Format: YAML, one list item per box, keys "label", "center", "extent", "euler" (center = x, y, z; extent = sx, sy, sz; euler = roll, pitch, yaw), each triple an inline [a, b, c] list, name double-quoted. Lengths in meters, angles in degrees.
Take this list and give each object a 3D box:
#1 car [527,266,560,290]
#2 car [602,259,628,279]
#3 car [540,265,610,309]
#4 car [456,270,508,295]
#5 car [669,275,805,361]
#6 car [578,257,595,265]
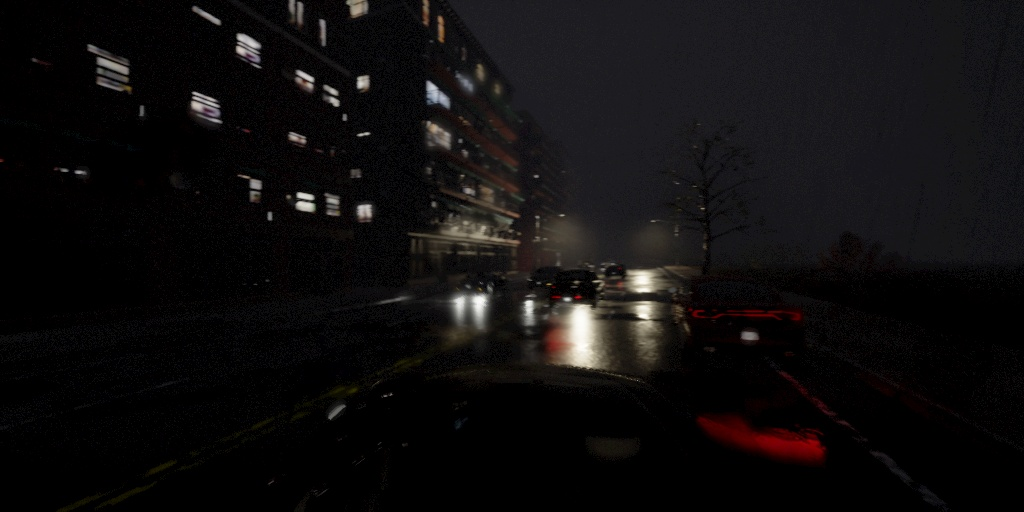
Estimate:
- label: "car"
  center: [2.476, 1.428, 24.202]
  extent: [1.837, 1.490, 4.892]
  euler: [-2, -1, 20]
- label: "car"
  center: [9.975, 1.345, 34.472]
  extent: [2.128, 1.511, 4.902]
  euler: [-2, 0, 20]
- label: "car"
  center: [2.880, 1.329, 15.389]
  extent: [1.837, 1.490, 4.892]
  euler: [-2, 0, 20]
- label: "car"
  center: [-1.761, 1.564, 22.119]
  extent: [1.994, 1.385, 4.181]
  euler: [-2, -1, 20]
- label: "car"
  center: [4.820, 1.184, 8.308]
  extent: [1.882, 1.535, 5.008]
  euler: [-2, -1, 20]
- label: "car"
  center: [12.669, 1.277, 60.787]
  extent: [2.150, 2.045, 5.566]
  euler: [-2, -1, 21]
